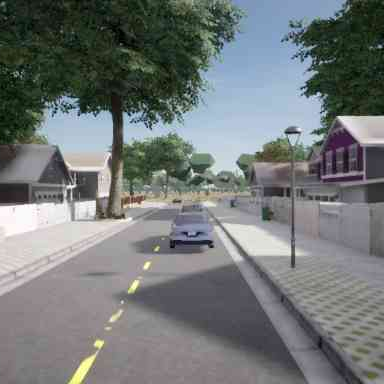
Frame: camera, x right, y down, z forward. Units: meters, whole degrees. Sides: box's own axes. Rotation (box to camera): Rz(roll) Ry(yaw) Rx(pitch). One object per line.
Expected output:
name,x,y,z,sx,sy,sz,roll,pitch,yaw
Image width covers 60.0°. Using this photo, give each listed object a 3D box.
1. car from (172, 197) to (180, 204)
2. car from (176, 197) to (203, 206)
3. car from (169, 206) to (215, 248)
car,-2.750,1.637,62.858,1.895,1.301,4.718,0,0,0
car,0.000,1.489,29.650,2.128,1.511,4.902,0,0,0
car,0.000,1.560,14.651,2.033,1.411,5.357,0,0,0
